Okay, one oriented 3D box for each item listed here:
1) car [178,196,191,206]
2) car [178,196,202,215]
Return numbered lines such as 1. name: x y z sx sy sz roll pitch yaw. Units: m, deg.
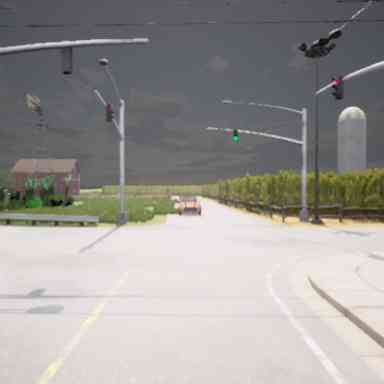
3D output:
1. car: -1.113 1.303 50.057 1.895 1.301 4.718 0 0 -2
2. car: -0.240 1.181 30.991 2.097 1.767 4.553 0 0 -3
